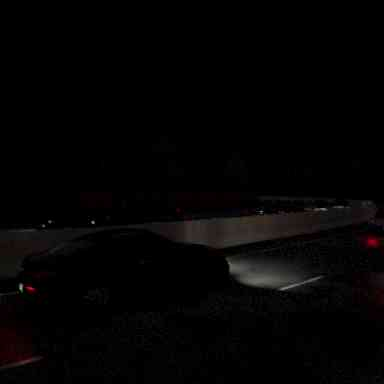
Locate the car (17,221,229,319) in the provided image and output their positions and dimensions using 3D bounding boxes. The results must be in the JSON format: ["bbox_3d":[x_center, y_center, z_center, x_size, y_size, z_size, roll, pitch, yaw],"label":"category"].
[{"bbox_3d":[-1.260,1.551,7.417,4.674,1.442,1.812,0,0,-37],"label":"car"}]

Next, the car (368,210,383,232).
[{"bbox_3d":[12.155,1.716,19.916,1.895,1.301,4.718,0,0,42],"label":"car"}]

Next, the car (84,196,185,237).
[{"bbox_3d":[-3.221,1.288,19.626,5.566,2.045,2.150,0,0,-42],"label":"car"}]

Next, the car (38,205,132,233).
[{"bbox_3d":[-6.681,1.610,21.204,5.357,1.411,2.033,0,0,-41],"label":"car"}]

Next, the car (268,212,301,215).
[{"bbox_3d":[6.720,1.469,24.687,2.097,1.767,4.553,0,0,41],"label":"car"}]
